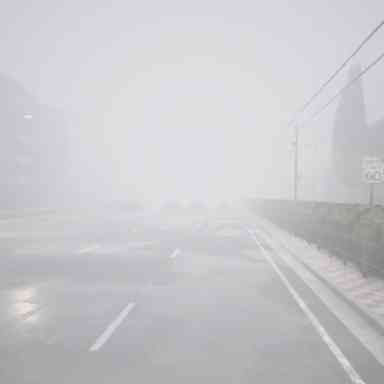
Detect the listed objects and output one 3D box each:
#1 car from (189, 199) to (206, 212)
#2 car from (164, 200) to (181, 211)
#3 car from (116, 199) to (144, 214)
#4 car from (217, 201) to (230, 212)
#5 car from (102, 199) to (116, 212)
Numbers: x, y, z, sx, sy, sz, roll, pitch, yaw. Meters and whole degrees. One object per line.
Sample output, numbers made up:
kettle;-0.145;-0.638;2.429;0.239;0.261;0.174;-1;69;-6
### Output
car;0.852;1.786;45.923;2.097;1.767;4.553;1;-1;5
car;-2.657;1.856;46.129;2.128;1.511;4.902;1;0;6
car;-6.878;1.712;38.545;1.837;1.490;4.892;1;0;5
car;4.491;2.017;47.329;2.128;1.511;4.902;1;0;6
car;-10.018;1.686;42.755;1.837;1.490;4.892;1;0;6
